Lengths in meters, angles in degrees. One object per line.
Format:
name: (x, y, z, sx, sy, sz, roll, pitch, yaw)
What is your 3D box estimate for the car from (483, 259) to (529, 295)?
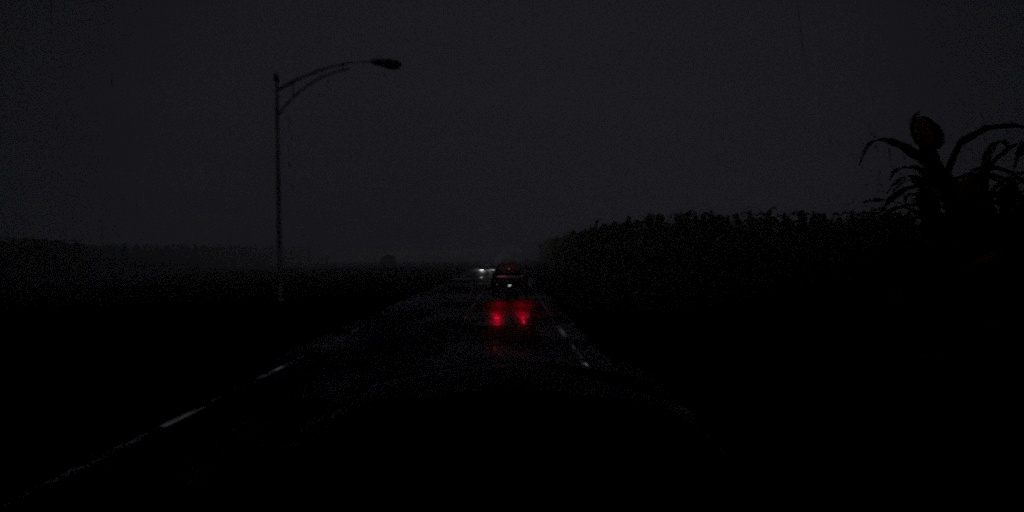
car: (-0.140, 1.127, 18.793, 2.128, 1.511, 4.902, -1, 0, 0)

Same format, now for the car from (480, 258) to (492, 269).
car: (-3.313, 0.954, 48.692, 1.812, 1.442, 4.674, -1, 1, -1)
